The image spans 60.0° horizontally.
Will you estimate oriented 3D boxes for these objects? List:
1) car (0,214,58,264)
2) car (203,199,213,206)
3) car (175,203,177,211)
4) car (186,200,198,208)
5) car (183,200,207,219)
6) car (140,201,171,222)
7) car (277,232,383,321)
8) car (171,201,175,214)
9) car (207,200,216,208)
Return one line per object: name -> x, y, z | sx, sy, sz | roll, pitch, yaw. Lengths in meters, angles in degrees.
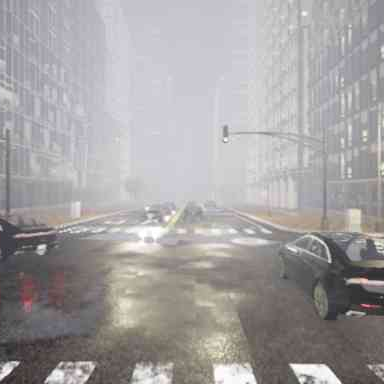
car -> -7.010, 1.561, 12.100 | 4.902, 1.511, 2.128 | 1, 0, 30
car -> 3.277, 2.234, 68.815 | 1.895, 1.301, 4.718 | 0, 0, 0
car -> -3.232, 2.017, 48.145 | 1.994, 1.385, 4.181 | 0, -1, 0
car -> 0.028, 2.098, 58.957 | 2.033, 1.411, 5.357 | 0, 0, 0
car -> 0.113, 1.805, 32.837 | 2.128, 1.511, 4.902 | 0, -1, 0
car -> -3.330, 1.769, 28.909 | 2.128, 1.511, 4.902 | 0, -1, 0
car -> 3.357, 1.676, 7.726 | 2.128, 1.511, 4.902 | 0, 0, 0
car -> -3.307, 1.926, 38.119 | 1.994, 1.385, 4.181 | 0, -1, 0
car -> 3.273, 2.116, 59.153 | 1.994, 1.385, 4.181 | 0, -1, 0
